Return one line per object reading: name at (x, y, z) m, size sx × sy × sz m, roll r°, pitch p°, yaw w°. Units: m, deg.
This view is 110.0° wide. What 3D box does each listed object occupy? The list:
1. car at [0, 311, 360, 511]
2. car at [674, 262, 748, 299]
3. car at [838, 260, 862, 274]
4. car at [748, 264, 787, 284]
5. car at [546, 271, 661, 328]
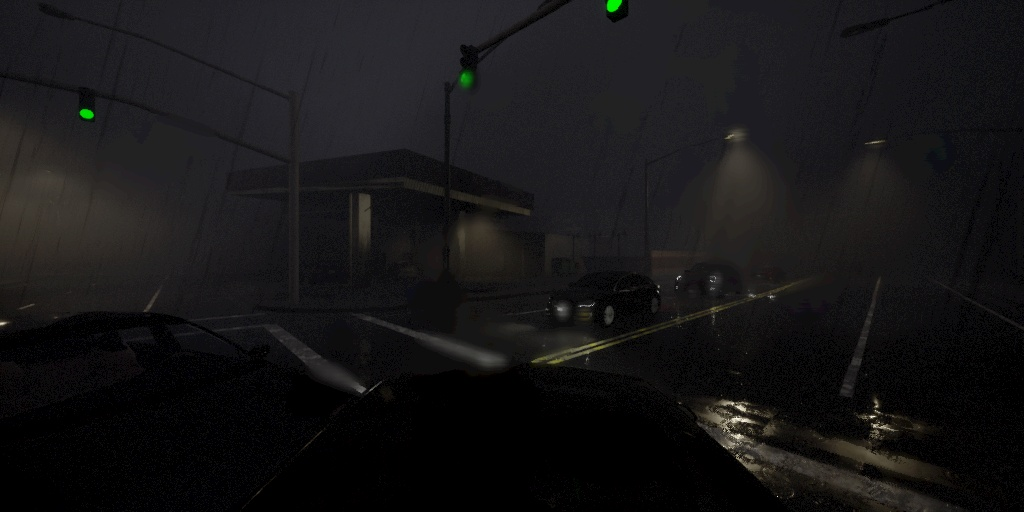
car at (-3.365, 1.241, 2.751) m, size 4.902 × 1.511 × 2.128 m, roll 0°, pitch 0°, yaw 16°
car at (10.114, 1.103, 18.329) m, size 4.553 × 1.767 × 2.097 m, roll 0°, pitch 0°, yaw -44°
car at (39.432, 1.225, 41.782) m, size 2.128 × 1.511 × 4.902 m, roll 0°, pitch 0°, yaw 41°
car at (19.223, 1.314, 27.014) m, size 4.181 × 1.385 × 1.994 m, roll 0°, pitch 0°, yaw -44°
car at (3.130, 1.255, 11.632) m, size 4.892 × 1.490 × 1.837 m, roll 0°, pitch 0°, yaw -44°
